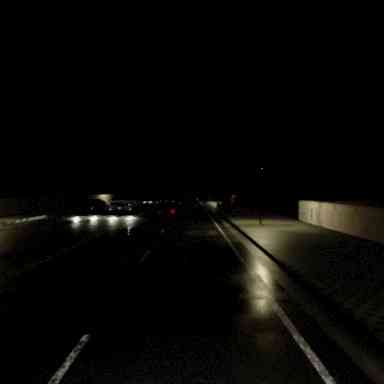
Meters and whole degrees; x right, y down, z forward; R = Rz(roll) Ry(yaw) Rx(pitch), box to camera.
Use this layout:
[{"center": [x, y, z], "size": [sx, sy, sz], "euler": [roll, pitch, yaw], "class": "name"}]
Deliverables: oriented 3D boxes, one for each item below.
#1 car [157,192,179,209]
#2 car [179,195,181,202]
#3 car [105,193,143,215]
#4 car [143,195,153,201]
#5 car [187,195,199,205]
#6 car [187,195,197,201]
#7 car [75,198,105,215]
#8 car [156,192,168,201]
[{"center": [-3.142, 1.217, 43.302], "size": [2.097, 1.767, 4.553], "euler": [0, 0, 0], "class": "car"}, {"center": [-3.234, 1.317, 70.432], "size": [1.812, 1.442, 4.674], "euler": [0, 0, 0], "class": "car"}, {"center": [-6.584, 1.112, 33.047], "size": [2.150, 2.045, 5.566], "euler": [0, 0, 0], "class": "car"}, {"center": [-9.734, 1.291, 73.599], "size": [1.994, 1.385, 4.181], "euler": [0, 0, 0], "class": "car"}, {"center": [0.112, 1.394, 55.922], "size": [1.994, 1.385, 4.181], "euler": [0, 0, 0], "class": "car"}, {"center": [0.017, 1.320, 75.053], "size": [2.033, 1.411, 5.357], "euler": [0, 0, 0], "class": "car"}, {"center": [-9.833, 1.371, 32.643], "size": [1.882, 1.535, 5.008], "euler": [0, 0, 0], "class": "car"}, {"center": [-6.484, 0.964, 73.567], "size": [2.150, 2.045, 5.566], "euler": [0, 0, 0], "class": "car"}]
